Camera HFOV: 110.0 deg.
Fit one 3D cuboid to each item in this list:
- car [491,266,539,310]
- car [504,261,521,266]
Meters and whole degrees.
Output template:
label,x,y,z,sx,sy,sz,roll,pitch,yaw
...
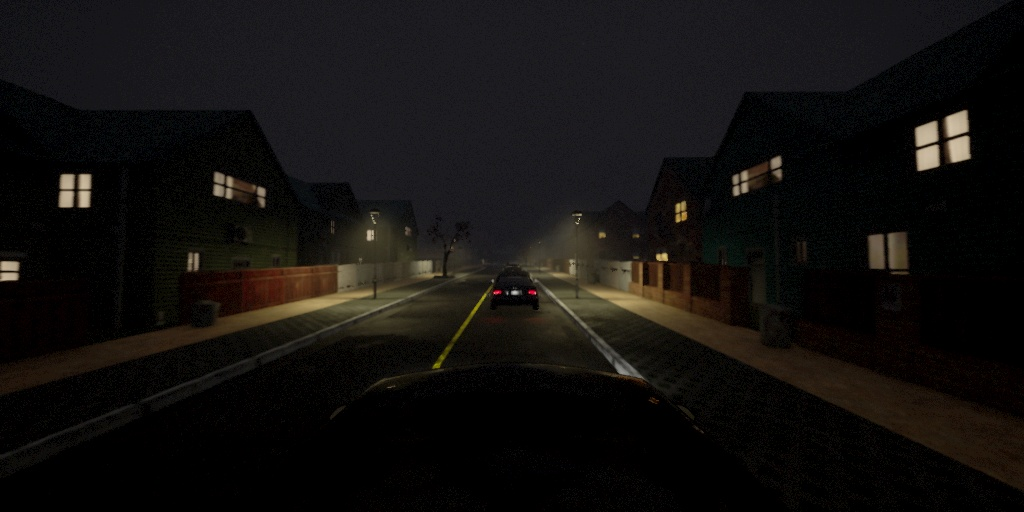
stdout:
label,x,y,z,sx,sy,sz,roll,pitch,yaw
car,0.098,1.310,14.837,2.033,1.411,5.357,0,0,0
car,0.099,1.304,39.550,2.128,1.511,4.902,0,0,0
